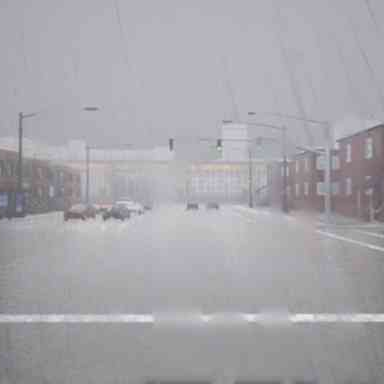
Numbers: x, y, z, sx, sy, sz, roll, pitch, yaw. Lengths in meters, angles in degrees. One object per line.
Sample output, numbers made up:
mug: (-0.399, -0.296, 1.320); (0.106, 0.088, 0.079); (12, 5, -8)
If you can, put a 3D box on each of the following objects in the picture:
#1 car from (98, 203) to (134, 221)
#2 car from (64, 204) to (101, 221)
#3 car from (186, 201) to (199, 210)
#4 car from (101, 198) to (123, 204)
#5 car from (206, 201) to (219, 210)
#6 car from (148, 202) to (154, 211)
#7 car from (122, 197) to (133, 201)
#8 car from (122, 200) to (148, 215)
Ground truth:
car: (-7.098, 2.003, 31.632); (1.895, 1.301, 4.718); (0, -1, 0)
car: (-10.600, 1.883, 31.861); (1.882, 1.535, 5.008); (0, -1, 0)
car: (0.099, 2.168, 54.338); (1.882, 1.535, 5.008); (0, -1, 0)
car: (-10.595, 1.886, 42.027); (2.097, 1.767, 4.553); (0, -1, 0)
car: (3.496, 2.222, 56.451); (1.837, 1.490, 4.892); (0, -1, 0)
car: (-7.080, 2.207, 51.911); (2.033, 1.411, 5.357); (0, -1, 1)
car: (-10.586, 1.889, 52.585); (2.150, 2.045, 5.566); (0, -1, -1)
car: (-7.090, 2.055, 41.631); (1.812, 1.442, 4.674); (0, -1, 0)
